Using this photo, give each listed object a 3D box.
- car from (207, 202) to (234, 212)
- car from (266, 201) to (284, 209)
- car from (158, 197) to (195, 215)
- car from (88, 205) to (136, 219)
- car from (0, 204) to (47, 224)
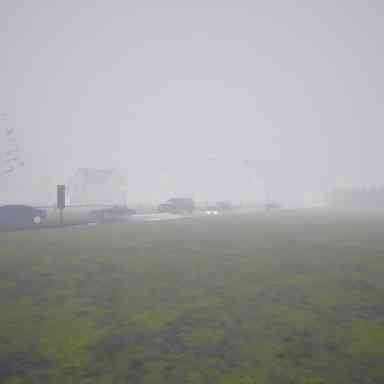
[{"bbox_3d":[4.356,2.158,50.215,2.033,1.411,5.357,1,0,36],"label":"car"},{"bbox_3d":[15.068,2.390,60.266,1.994,1.385,4.181,1,0,35],"label":"car"},{"bbox_3d":[-1.838,1.692,41.566,2.150,2.045,5.566,1,0,37],"label":"car"},{"bbox_3d":[-7.898,1.931,33.084,1.895,1.301,4.718,1,0,35],"label":"car"},{"bbox_3d":[-13.557,1.673,25.125,1.882,1.535,5.008,1,0,35],"label":"car"}]
